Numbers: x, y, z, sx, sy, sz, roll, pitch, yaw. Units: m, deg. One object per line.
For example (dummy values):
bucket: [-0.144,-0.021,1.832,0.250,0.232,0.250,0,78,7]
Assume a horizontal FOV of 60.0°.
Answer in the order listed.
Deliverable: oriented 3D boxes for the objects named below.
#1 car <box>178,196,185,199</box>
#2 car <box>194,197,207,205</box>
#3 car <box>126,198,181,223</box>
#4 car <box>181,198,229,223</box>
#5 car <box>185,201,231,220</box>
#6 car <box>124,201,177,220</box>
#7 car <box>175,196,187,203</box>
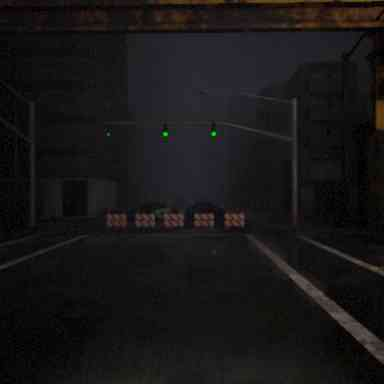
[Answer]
car: [-1.953,1.516,60.023,2.038,1.542,4.974,0,0,1]
car: [1.295,1.339,51.482,1.853,1.218,4.536,0,0,1]
car: [-3.061,1.488,25.228,2.038,1.542,4.974,0,0,26]
car: [1.091,1.472,24.831,2.038,1.542,4.974,0,0,-19]
car: [1.073,1.315,24.880,1.853,1.218,4.536,0,0,-19]
car: [-3.040,1.330,25.275,1.853,1.218,4.536,0,0,26]
car: [-1.953,1.359,60.075,1.853,1.218,4.536,0,0,1]
